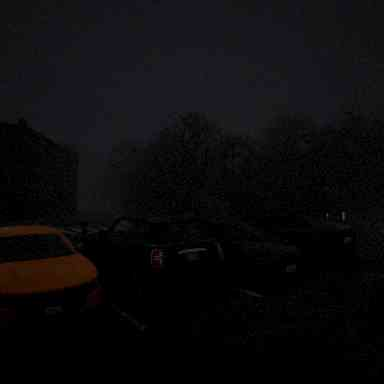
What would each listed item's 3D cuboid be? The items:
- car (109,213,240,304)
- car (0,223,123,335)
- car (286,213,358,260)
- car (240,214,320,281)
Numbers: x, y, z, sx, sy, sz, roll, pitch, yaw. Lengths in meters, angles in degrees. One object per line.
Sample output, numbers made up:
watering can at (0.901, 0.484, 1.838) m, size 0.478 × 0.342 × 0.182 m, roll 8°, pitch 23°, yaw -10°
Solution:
car at (-1.211, 1.350, 8.543) m, size 2.185 × 1.767 × 4.553 m, roll 0°, pitch 0°, yaw -35°
car at (-3.495, 1.482, 6.960) m, size 2.097 × 1.535 × 5.008 m, roll 0°, pitch 0°, yaw -35°
car at (3.290, 1.480, 11.826) m, size 2.163 × 1.488 × 4.792 m, roll 0°, pitch 0°, yaw -35°
car at (1.057, 1.493, 10.162) m, size 2.163 × 1.488 × 4.792 m, roll 0°, pitch 0°, yaw -35°
